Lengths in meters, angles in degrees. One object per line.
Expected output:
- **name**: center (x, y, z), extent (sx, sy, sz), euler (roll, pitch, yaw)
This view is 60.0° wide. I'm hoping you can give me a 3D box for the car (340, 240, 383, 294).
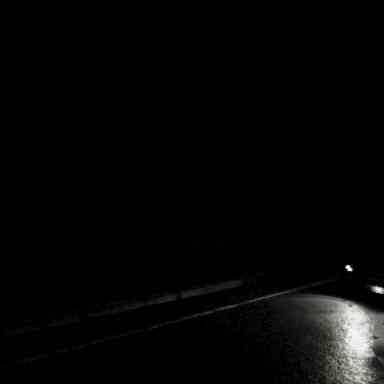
- **car**: center (5.903, 1.578, 8.202), extent (5.357, 1.411, 2.033), euler (0, 0, -35)
